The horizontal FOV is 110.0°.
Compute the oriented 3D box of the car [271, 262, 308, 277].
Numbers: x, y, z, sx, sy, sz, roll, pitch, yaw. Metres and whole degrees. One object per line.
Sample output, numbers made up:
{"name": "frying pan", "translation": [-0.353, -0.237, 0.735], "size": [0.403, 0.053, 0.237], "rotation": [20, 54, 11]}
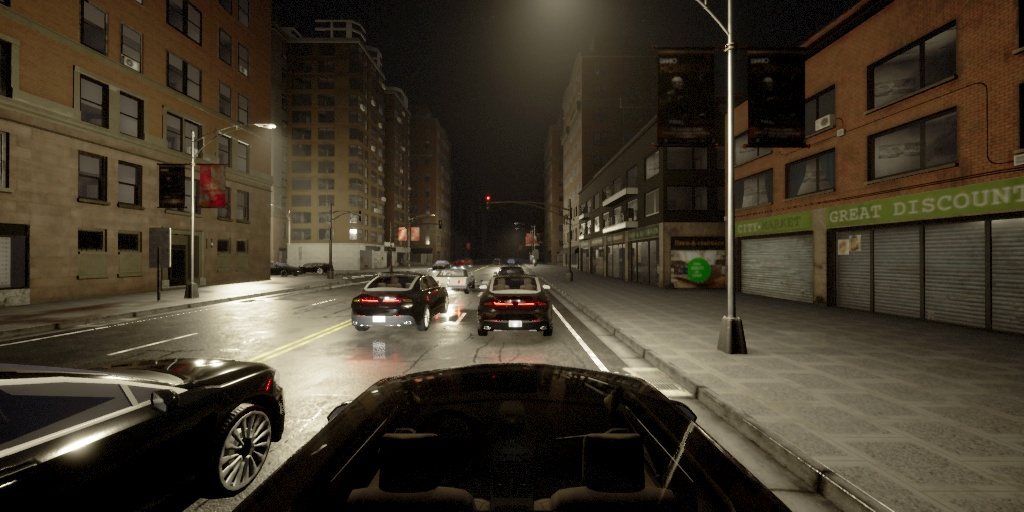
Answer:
{"name": "car", "translation": [-22.612, 1.316, 34.555], "size": [4.181, 1.385, 1.994], "rotation": [0, 0, 0]}

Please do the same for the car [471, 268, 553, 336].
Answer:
{"name": "car", "translation": [0.081, 1.256, 10.372], "size": [1.837, 1.490, 4.892], "rotation": [0, 0, 0]}

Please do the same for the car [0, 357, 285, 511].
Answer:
{"name": "car", "translation": [-3.153, 1.242, 1.574], "size": [2.128, 1.511, 4.902], "rotation": [0, 0, 0]}

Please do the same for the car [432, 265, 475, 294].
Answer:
{"name": "car", "translation": [-3.190, 1.354, 20.275], "size": [1.895, 1.301, 4.718], "rotation": [0, 0, 0]}

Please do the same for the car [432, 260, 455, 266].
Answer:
{"name": "car", "translation": [-9.952, 1.316, 50.933], "size": [2.033, 1.411, 5.357], "rotation": [0, 0, 0]}

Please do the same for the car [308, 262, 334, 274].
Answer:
{"name": "car", "translation": [-22.230, 1.347, 40.036], "size": [4.313, 1.339, 1.948], "rotation": [0, 0, 0]}

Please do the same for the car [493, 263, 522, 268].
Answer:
{"name": "car", "translation": [-0.036, 1.278, 19.628], "size": [1.812, 1.442, 4.674], "rotation": [0, 0, 0]}

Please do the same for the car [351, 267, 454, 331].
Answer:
{"name": "car", "translation": [-3.171, 1.256, 10.962], "size": [1.837, 1.490, 4.892], "rotation": [0, 0, 0]}
